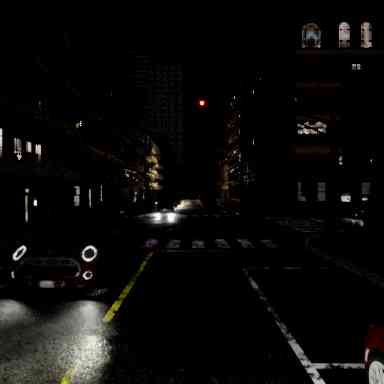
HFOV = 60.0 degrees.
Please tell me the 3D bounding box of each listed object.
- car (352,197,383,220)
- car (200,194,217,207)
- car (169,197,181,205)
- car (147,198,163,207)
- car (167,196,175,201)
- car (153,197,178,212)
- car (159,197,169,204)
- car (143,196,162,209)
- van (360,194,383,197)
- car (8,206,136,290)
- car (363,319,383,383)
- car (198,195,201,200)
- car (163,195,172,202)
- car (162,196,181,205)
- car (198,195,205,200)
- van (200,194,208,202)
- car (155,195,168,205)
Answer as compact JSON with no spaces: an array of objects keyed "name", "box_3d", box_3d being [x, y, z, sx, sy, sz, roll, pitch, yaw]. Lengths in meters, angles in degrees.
[{"name":"car","box_3d":[14.892,1.276,24.759,5.357,1.411,2.033,-1,0,1]},{"name":"car","box_3d":[2.730,1.454,50.798,1.967,1.590,4.097,-1,0,0]},{"name":"car","box_3d":[-3.018,1.622,59.708,1.895,1.301,4.718,0,0,0]},{"name":"car","box_3d":[-5.650,1.580,50.811,1.947,1.339,4.313,0,0,0]},{"name":"car","box_3d":[-5.611,1.633,89.507,1.802,1.307,4.206,-1,0,0]},{"name":"car","box_3d":[-3.063,1.607,39.348,1.895,1.301,4.718,0,0,0]},{"name":"car","box_3d":[-5.633,1.609,67.395,1.802,1.307,4.206,-1,0,0]},{"name":"car","box_3d":[-5.655,1.561,45.284,2.008,1.369,4.403,0,0,0]},{"name":"van","box_3d":[15.666,1.036,27.357,3.998,1.788,1.690,-1,1,-1]},{"name":"car","box_3d":[-2.989,1.351,9.254,2.097,1.767,4.553,0,0,2]},{"name":"car","box_3d":[2.682,1.545,1.799,1.887,1.381,4.507,0,0,0]},{"name":"car","box_3d":[2.747,1.578,67.381,2.008,1.369,4.403,-1,0,0]},{"name":"car","box_3d":[-5.623,1.563,78.281,1.752,1.417,4.829,-1,0,0]},{"name":"car","box_3d":[-3.051,1.518,48.758,1.837,1.490,4.892,0,0,0]},{"name":"car","box_3d":[2.774,1.603,95.021,1.887,1.381,4.507,-1,0,0]},{"name":"van","box_3d":[2.756,1.379,78.437,1.690,1.788,3.998,-1,0,0]},{"name":"car","box_3d":[-5.640,1.463,61.867,1.967,1.590,4.097,-1,0,0]}]
